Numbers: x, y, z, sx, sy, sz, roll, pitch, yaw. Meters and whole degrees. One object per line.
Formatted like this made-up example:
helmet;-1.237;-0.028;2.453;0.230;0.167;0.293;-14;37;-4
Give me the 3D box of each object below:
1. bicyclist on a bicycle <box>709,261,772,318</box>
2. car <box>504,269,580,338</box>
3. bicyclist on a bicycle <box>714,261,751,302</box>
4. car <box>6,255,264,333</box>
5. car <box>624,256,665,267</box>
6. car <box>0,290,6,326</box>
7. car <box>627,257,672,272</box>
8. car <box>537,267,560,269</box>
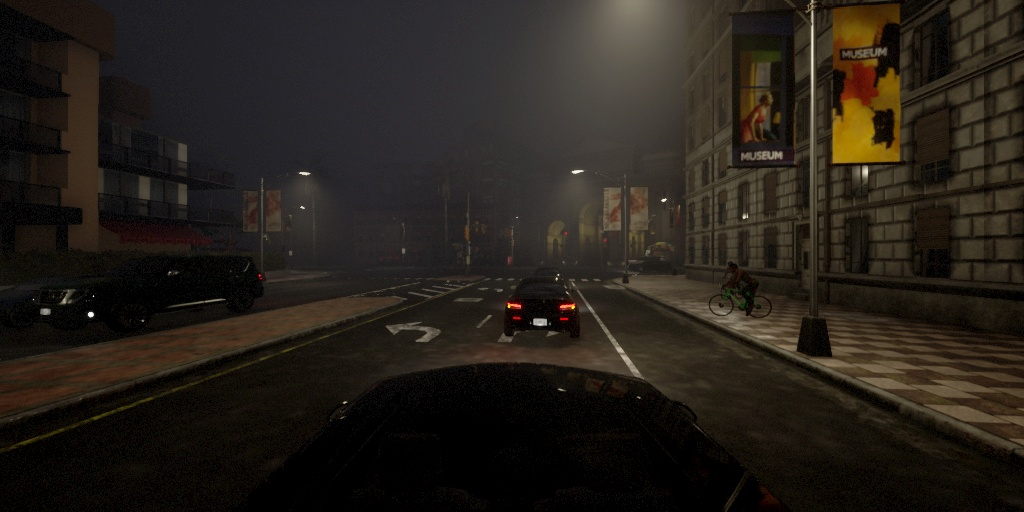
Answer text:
bicyclist on a bicycle;6.862;1.051;10.824;1.656;1.620;0.582;0;0;22
car;0.885;1.276;10.110;1.812;1.442;4.674;0;0;7
bicyclist on a bicycle;9.284;1.050;15.085;1.656;1.620;0.582;0;0;-28
car;-10.705;0.971;11.256;2.150;2.045;5.566;0;0;8
car;18.376;0.972;49.472;5.566;2.045;2.150;0;0;7
car;-14.195;1.297;11.681;2.033;1.411;5.357;0;0;7
car;17.830;1.255;46.012;4.892;1.490;1.837;0;0;7
car;1.936;1.276;18.952;1.812;1.442;4.674;0;0;7
